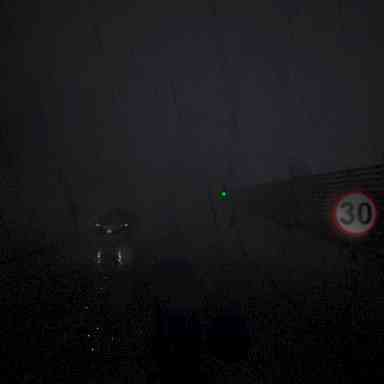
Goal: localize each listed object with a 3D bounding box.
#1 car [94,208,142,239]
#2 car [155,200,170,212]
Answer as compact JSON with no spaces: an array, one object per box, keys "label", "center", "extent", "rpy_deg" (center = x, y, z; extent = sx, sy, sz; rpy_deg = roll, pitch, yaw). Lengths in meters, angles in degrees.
[{"label":"car","center":[-4.009,1.656,18.608],"extent":[2.128,1.511,4.902],"rpy_deg":[0,-1,0]},{"label":"car","center":[-4.021,1.900,45.675],"extent":[2.128,1.511,4.902],"rpy_deg":[0,-1,0]}]
